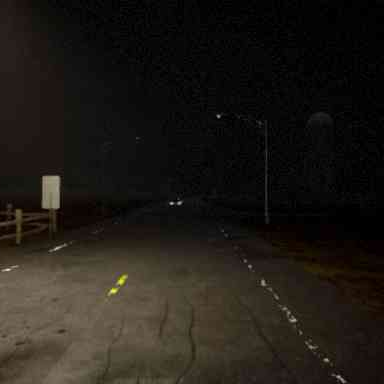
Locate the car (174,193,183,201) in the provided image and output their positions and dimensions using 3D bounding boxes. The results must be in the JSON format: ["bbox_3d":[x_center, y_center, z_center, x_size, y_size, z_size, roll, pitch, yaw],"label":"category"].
[{"bbox_3d":[-3.560,1.291,87.674,2.150,2.045,5.566,0,0,0],"label":"car"}]

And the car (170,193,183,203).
[{"bbox_3d":[-3.549,1.359,71.899,2.097,1.767,4.553,0,0,0],"label":"car"}]
